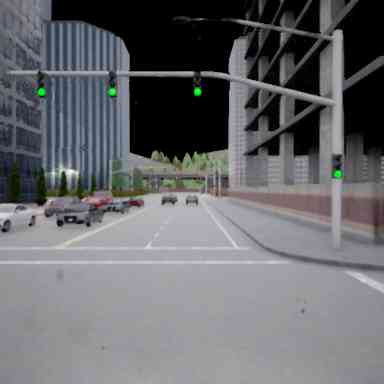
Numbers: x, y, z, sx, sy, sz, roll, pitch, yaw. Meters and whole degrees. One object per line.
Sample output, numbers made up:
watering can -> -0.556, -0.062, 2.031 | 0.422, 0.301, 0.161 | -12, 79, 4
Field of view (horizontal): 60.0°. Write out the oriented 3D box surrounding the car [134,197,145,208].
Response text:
car -> -7.082, 1.282, 41.365 | 1.895, 1.301, 4.718 | 0, 0, 0

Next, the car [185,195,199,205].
car -> 0.002, 1.107, 49.224 | 2.128, 1.511, 4.902 | 0, 0, 0

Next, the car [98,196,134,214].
car -> -7.098, 1.329, 31.325 | 1.994, 1.385, 4.181 | 0, 0, 0

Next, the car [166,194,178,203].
car -> -3.497, 1.064, 58.300 | 1.812, 1.442, 4.674 | 0, 0, 0

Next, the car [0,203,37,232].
car -> -10.597, 1.394, 19.098 | 1.812, 1.442, 4.674 | 0, 0, 0

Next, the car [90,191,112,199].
car -> -10.594, 0.927, 38.443 | 2.150, 2.045, 5.566 | 0, 0, 0

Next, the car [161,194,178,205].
car -> -3.498, 1.120, 49.226 | 1.837, 1.490, 4.892 | 0, 0, 0

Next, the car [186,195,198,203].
car -> 0.003, 1.139, 58.330 | 1.895, 1.301, 4.718 | 0, 0, 0

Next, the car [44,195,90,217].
car -> -10.598, 1.145, 28.029 | 2.097, 1.767, 4.553 | 0, 0, 0

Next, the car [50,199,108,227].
car -> -7.098, 1.413, 21.417 | 1.994, 1.385, 4.181 | 0, 0, 0
